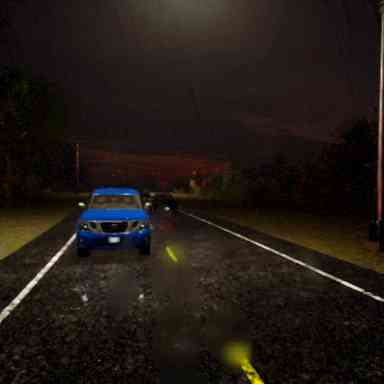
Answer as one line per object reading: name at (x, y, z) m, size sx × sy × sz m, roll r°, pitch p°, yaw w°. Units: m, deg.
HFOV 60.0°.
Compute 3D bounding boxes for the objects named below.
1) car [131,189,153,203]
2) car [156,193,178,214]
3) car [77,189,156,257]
car at (-6.300, 0.460, 41.725) m, size 2.128 × 1.511 × 4.902 m, roll 0°, pitch 1°, yaw -15°
car at (-2.365, 0.872, 26.481) m, size 1.837 × 1.490 × 4.892 m, roll 0°, pitch 2°, yaw -13°
car at (-2.752, 0.916, 11.999) m, size 2.150 × 2.045 × 5.566 m, roll 0°, pitch 1°, yaw -12°
